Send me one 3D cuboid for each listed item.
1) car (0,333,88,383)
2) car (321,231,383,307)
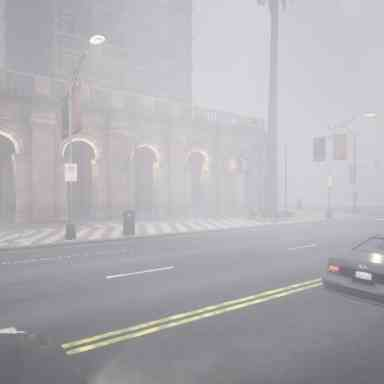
[{"bbox_3d":[-3.163,1.547,1.484,5.357,1.411,2.033,0,0,-36],"label":"car"},{"bbox_3d":[5.130,1.548,7.435,5.357,1.411,2.033,0,0,-35],"label":"car"}]
